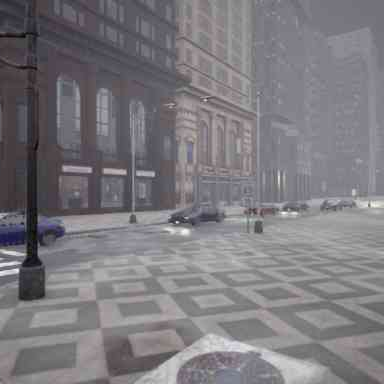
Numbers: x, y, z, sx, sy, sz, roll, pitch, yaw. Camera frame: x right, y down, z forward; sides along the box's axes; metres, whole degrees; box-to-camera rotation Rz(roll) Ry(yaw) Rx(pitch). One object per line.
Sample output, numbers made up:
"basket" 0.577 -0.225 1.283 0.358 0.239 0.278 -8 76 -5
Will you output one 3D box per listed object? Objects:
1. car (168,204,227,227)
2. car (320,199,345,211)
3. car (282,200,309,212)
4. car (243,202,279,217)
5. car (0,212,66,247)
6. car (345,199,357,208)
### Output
"car" 0.568 1.612 23.956 2.033 1.411 5.357 0 0 36
"car" 17.818 1.655 42.538 1.812 1.442 4.674 0 0 36
"car" 12.935 1.671 41.131 2.033 1.411 5.357 0 0 36
"car" 6.844 1.696 32.703 1.895 1.301 4.718 0 0 36
"car" -7.463 1.550 13.386 1.812 1.442 4.674 0 0 41
"car" 23.726 1.702 50.779 2.033 1.411 5.357 0 0 36
